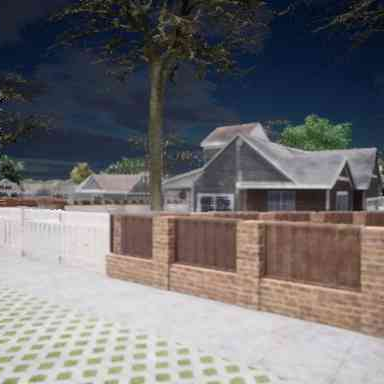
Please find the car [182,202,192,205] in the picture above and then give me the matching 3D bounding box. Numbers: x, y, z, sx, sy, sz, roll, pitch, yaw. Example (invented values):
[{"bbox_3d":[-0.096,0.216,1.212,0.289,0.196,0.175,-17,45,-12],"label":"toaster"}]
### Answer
[{"bbox_3d":[-0.532,2.311,53.437,2.128,1.511,4.902,1,-1,37],"label":"car"}]
